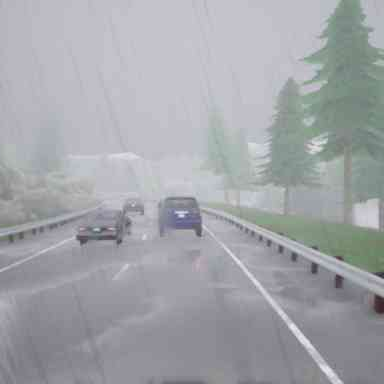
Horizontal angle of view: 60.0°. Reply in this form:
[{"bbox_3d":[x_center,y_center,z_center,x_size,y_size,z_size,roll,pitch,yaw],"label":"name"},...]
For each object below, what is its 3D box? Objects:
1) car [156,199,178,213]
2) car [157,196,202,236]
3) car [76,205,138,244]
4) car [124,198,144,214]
[{"bbox_3d":[-2.952,1.553,37.893,2.033,1.411,5.357,0,0,-9],"label":"car"},{"bbox_3d":[-0.712,1.223,18.613,2.150,2.045,5.566,0,0,-4],"label":"car"},{"bbox_3d":[-4.007,1.554,15.876,2.033,1.411,5.357,0,0,-4],"label":"car"},{"bbox_3d":[-6.061,1.362,34.782,2.097,1.767,4.553,0,0,-8],"label":"car"}]
